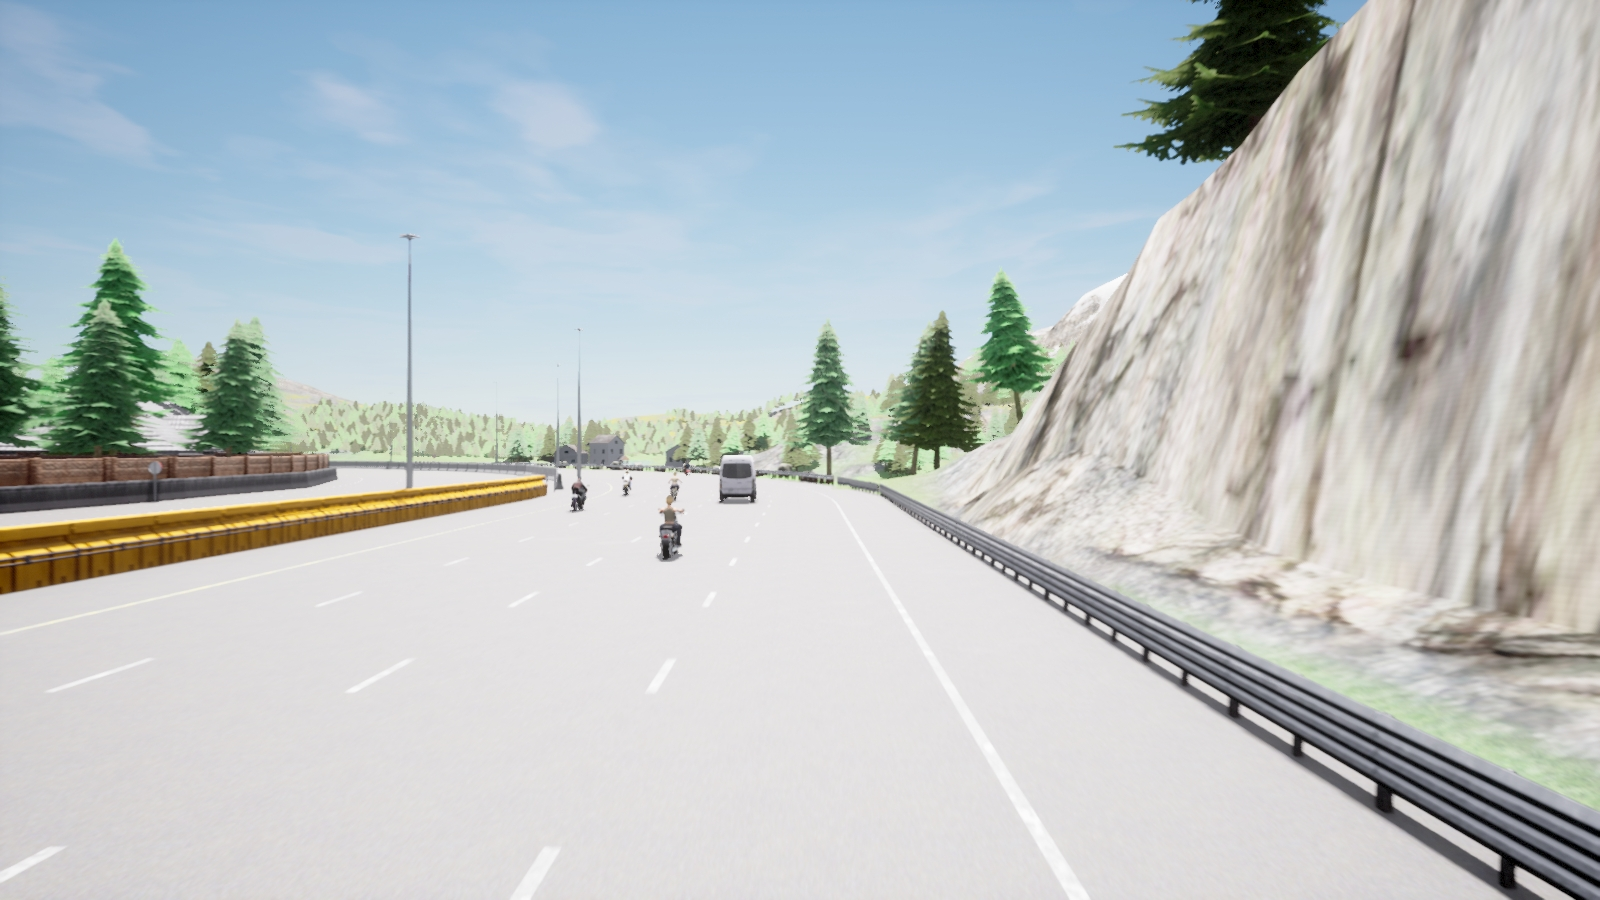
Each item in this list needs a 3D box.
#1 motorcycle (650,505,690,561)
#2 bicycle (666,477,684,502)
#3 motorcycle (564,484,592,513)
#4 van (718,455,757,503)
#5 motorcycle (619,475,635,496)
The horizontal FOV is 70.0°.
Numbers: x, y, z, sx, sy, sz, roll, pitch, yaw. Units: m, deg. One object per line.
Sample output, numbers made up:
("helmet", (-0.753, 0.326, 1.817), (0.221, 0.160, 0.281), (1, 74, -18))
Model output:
("motorcycle", (-3.429, 2.163, 30.325), (0.764, 1.325, 2.356), (0, 0, 0))
("bicycle", (-6.909, 2.185, 63.169), (0.859, 1.295, 1.487), (0, 0, -2))
("motorcycle", (-10.337, 2.235, 53.324), (0.867, 1.251, 2.209), (0, 0, 0))
("van", (-3.472, 1.571, 64.198), (1.988, 2.561, 5.915), (0, 0, -2))
("motorcycle", (-10.823, 2.217, 71.524), (0.803, 1.217, 2.033), (0, 0, -4))
